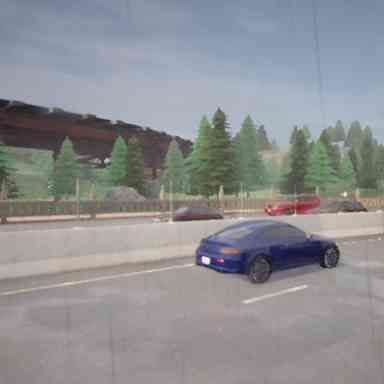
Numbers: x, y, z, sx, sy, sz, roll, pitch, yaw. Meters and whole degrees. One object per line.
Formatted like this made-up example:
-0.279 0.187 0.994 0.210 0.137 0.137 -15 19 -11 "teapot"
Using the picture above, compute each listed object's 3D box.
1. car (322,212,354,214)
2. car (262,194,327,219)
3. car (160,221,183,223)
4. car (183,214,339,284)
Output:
9.551 1.371 22.125 4.553 1.767 2.097 0 0 -26 "car"
9.162 1.246 29.756 5.566 2.045 2.150 0 0 -25 "car"
-0.189 1.536 20.649 4.674 1.442 1.812 0 0 -32 "car"
2.253 1.532 9.547 4.674 1.442 1.812 0 0 -34 "car"
